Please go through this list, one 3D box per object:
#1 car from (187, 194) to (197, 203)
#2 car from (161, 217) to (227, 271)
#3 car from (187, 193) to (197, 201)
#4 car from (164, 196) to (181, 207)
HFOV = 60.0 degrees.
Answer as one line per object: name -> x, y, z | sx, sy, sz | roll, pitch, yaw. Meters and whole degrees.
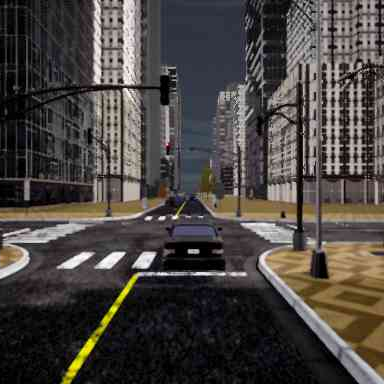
car -> -0.005, 1.496, 66.433 | 1.812, 1.442, 4.674 | 0, 0, 0
car -> 0.059, 1.540, 10.902 | 2.033, 1.411, 5.357 | 0, 0, 0
car -> -0.007, 1.152, 76.408 | 2.097, 1.767, 4.553 | 0, 0, 0
car -> -3.085, 1.484, 49.363 | 1.837, 1.490, 4.892 | 0, 0, 0
